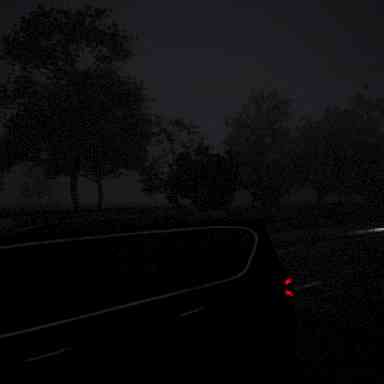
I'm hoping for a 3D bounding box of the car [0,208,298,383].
[{"bbox_3d":[-1.413,1.222,2.986,5.566,2.045,2.150,0,0,-36],"label":"car"}]
